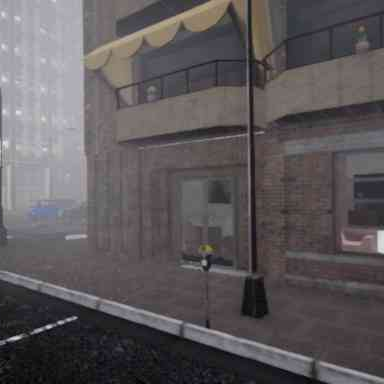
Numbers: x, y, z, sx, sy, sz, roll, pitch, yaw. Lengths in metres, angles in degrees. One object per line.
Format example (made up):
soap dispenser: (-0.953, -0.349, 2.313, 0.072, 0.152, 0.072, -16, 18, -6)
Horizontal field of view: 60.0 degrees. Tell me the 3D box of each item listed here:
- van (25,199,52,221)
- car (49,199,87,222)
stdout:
van: (-11.542, 1.427, 27.427, 1.690, 1.788, 3.998, -1, -1, 36)
car: (-8.559, 1.533, 27.135, 2.128, 1.511, 4.902, -1, -1, 36)
